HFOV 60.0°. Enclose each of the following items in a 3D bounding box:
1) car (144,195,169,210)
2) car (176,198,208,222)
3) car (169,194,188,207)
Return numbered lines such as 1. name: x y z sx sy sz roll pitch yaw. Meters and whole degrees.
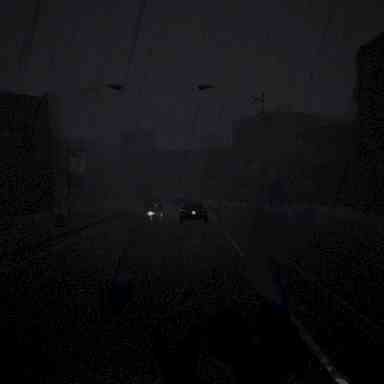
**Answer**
1. car: -4.226 1.136 36.711 2.128 1.511 4.902 0 1 -13
2. car: 0.114 1.358 24.460 1.994 1.385 4.181 0 1 0
3. car: -1.732 1.009 41.118 1.882 1.535 5.008 -1 1 -17
